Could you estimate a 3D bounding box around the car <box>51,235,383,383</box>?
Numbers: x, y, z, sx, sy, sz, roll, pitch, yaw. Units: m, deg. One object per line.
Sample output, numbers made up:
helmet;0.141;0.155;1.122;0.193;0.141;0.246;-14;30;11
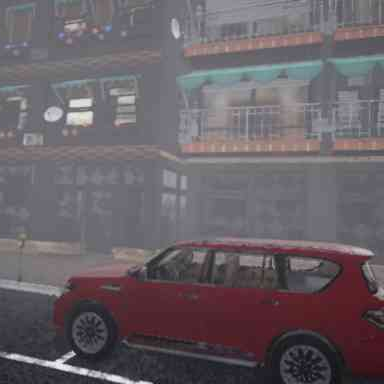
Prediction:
car;0.341;1.618;5.257;5.009;1.841;2.192;1;-3;17
